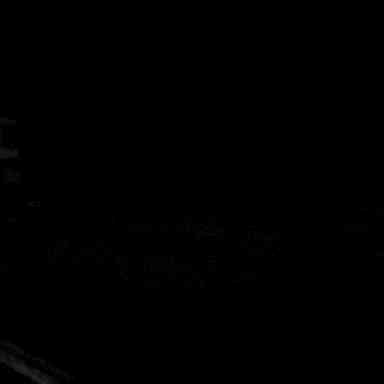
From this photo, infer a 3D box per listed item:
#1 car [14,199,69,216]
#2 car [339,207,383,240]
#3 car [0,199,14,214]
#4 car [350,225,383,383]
[{"bbox_3d":[-14.538,1.550,32.910,2.002,1.452,4.674,0,0,36],"label":"car"},{"bbox_3d":[8.638,1.472,16.348,2.097,1.535,5.008,0,0,36],"label":"car"},{"bbox_3d":[-17.095,1.515,34.747,2.097,1.535,5.008,0,0,36],"label":"car"},{"bbox_3d":[3.283,1.477,4.097,2.231,1.521,4.892,0,0,36],"label":"car"}]
